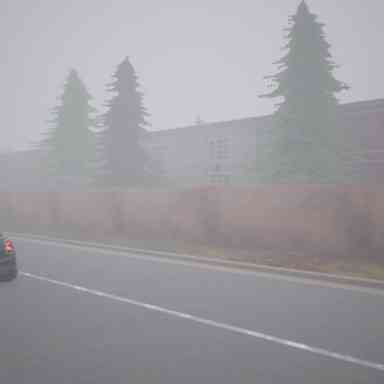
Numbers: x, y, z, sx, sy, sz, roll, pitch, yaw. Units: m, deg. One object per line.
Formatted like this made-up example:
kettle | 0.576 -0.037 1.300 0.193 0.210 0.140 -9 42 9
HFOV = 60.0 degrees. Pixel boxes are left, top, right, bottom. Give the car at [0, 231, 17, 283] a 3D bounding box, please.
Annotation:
car | -6.622 1.421 8.726 4.553 1.767 2.097 -1 0 36
